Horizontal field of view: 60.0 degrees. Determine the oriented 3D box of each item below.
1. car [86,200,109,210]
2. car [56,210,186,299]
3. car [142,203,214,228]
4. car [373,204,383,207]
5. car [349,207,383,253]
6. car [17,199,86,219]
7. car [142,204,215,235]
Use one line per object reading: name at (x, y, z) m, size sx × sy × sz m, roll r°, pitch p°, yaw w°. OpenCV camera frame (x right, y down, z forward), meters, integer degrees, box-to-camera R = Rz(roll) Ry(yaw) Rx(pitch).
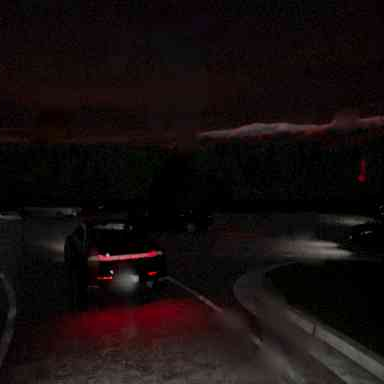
car at (-10.240, 1.373, 29.824) m, size 5.357 × 1.411 × 2.033 m, roll 0°, pitch 0°, yaw 10°
car at (-2.158, 1.439, 8.495) m, size 2.128 × 1.511 × 4.902 m, roll 0°, pitch 0°, yaw -24°
car at (-0.828, 1.433, 21.016) m, size 4.181 × 1.385 × 1.994 m, roll 0°, pitch 0°, yaw 10°
car at (14.445, 1.372, 21.807) m, size 4.674 × 1.442 × 1.812 m, roll 0°, pitch 0°, yaw 10°
car at (8.341, 1.439, 12.243) m, size 4.674 × 1.442 × 1.812 m, roll 0°, pitch 0°, yaw 11°
car at (-11.326, 1.449, 26.463) m, size 4.718 × 1.301 × 1.895 m, roll 0°, pitch 0°, yaw 10°
car at (-1.242, 1.396, 17.533) m, size 4.892 × 1.490 × 1.837 m, roll 0°, pitch 0°, yaw 10°
